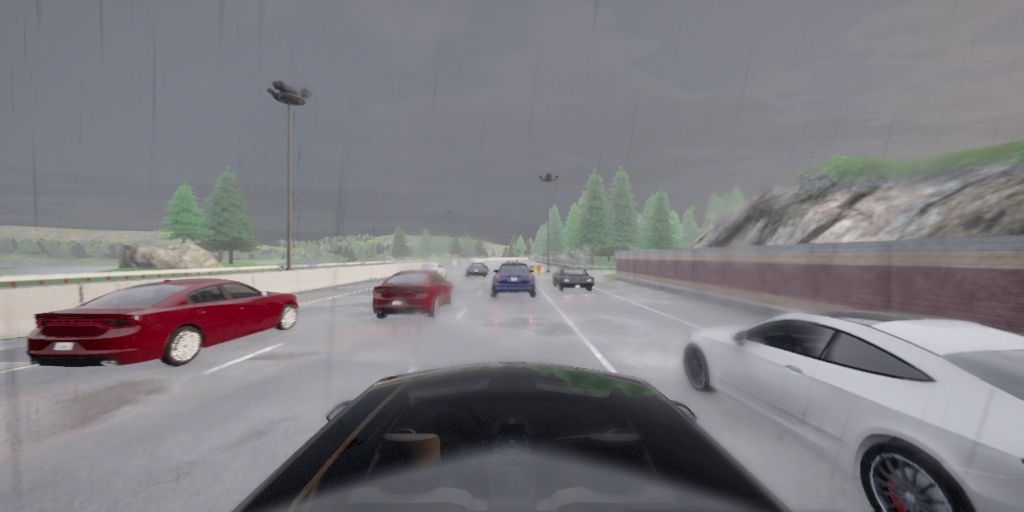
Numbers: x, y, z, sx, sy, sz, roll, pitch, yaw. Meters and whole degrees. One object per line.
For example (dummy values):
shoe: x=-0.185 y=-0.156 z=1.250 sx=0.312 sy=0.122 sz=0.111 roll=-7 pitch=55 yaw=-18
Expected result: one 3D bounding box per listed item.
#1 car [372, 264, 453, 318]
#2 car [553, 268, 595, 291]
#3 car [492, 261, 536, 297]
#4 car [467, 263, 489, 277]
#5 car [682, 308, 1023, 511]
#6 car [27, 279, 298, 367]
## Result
car: x=-3.401 y=1.242 z=13.118 sx=1.882 sy=1.535 sz=5.008 roll=0 pitch=0 yaw=0
car: x=3.598 y=1.377 z=21.838 sx=1.895 sy=1.301 sz=4.718 roll=0 pitch=0 yaw=0
car: x=0.099 y=1.124 z=19.018 sx=2.097 sy=1.767 sz=4.553 roll=0 pitch=0 yaw=0
car: x=-3.402 y=1.359 z=36.260 sx=1.994 sy=1.385 sz=4.181 roll=0 pitch=0 yaw=0
car: x=3.600 y=1.279 z=3.744 sx=1.812 sy=1.442 sz=4.674 roll=0 pitch=0 yaw=0
car: x=-6.901 y=1.235 z=7.998 sx=1.882 sy=1.535 sz=5.008 roll=0 pitch=0 yaw=0
